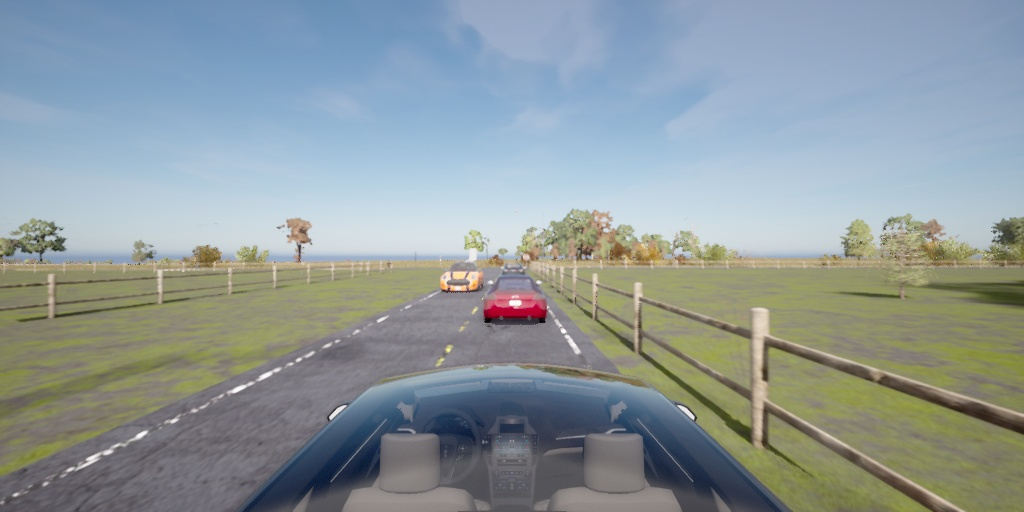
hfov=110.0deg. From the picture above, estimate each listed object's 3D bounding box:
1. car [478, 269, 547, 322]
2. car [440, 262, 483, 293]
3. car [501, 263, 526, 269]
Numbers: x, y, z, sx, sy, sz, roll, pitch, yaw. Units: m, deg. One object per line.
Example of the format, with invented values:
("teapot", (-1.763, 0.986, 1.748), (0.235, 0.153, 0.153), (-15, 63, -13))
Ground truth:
("car", (0.098, 1.331, 12.359), (1.994, 1.385, 4.181), (0, 0, 0))
("car", (-2.842, 1.133, 21.181), (2.097, 1.767, 4.553), (0, 0, 0))
("car", (0.106, 1.284, 29.031), (2.128, 1.511, 4.902), (0, 0, 0))
